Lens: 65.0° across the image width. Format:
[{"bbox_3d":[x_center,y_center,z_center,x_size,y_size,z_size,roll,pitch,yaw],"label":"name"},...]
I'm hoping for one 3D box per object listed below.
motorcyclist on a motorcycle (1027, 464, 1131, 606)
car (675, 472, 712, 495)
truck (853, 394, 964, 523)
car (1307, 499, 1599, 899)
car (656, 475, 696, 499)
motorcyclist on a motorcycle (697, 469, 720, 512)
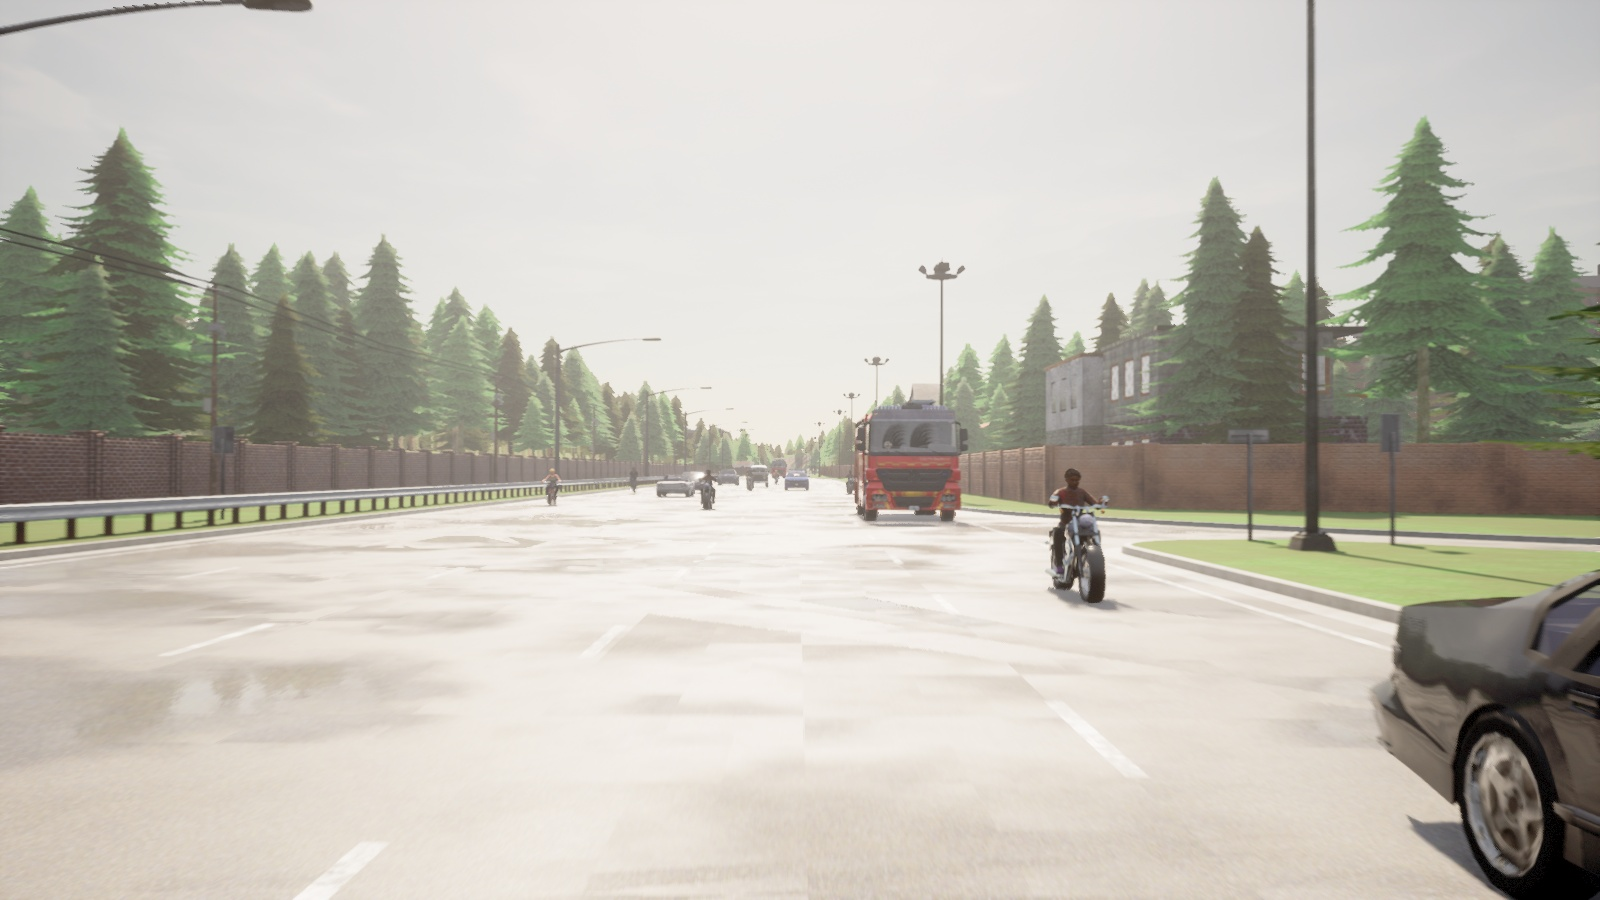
[{"bbox_3d":[3.461,1.008,15.789,0.766,1.649,2.350,0,-1,0],"label":"motorcyclist on a motorcycle"},{"bbox_3d":[-7.206,2.237,85.448,2.163,1.488,4.792,0,-1,0],"label":"car"},{"bbox_3d":[3.397,0.313,41.523,2.891,3.827,8.468,0,-1,0],"label":"truck"},{"bbox_3d":[3.492,0.903,3.419,2.033,1.411,5.357,0,-1,0],"label":"car"},{"bbox_3d":[-7.176,2.134,72.964,1.895,1.301,4.718,0,-1,0],"label":"car"},{"bbox_3d":[-3.621,1.592,49.834,0.766,1.649,2.350,0,-1,0],"label":"motorcyclist on a motorcycle"}]
